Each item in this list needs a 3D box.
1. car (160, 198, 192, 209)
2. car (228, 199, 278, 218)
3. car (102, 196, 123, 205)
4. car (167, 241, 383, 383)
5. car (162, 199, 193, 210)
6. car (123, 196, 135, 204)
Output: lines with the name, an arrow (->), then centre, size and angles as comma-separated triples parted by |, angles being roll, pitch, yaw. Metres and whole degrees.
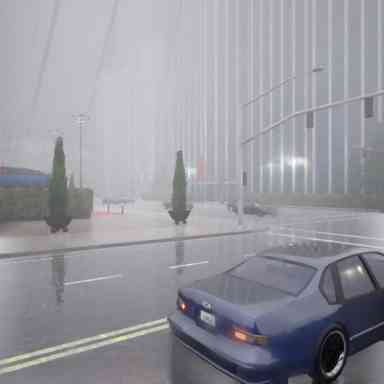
car -> -2.348, 1.548, 48.049 | 2.033, 1.411, 5.357 | 0, 0, -36
car -> 5.809, 1.526, 30.752 | 1.812, 1.442, 4.674 | 0, 0, -34
car -> -14.470, 1.508, 58.956 | 1.837, 1.490, 4.892 | 0, -1, -36
car -> 2.243, 1.547, 5.402 | 5.357, 1.411, 2.033 | 0, 0, -35
car -> -1.745, 1.527, 41.274 | 1.812, 1.442, 4.674 | 0, 1, -37
car -> -12.293, 1.529, 61.937 | 1.812, 1.442, 4.674 | 0, 0, -36
